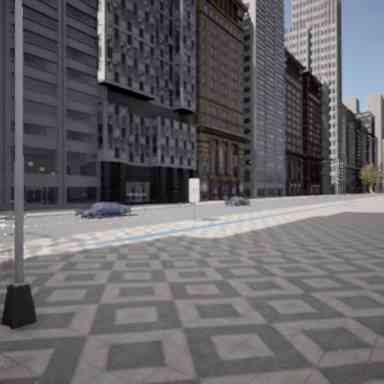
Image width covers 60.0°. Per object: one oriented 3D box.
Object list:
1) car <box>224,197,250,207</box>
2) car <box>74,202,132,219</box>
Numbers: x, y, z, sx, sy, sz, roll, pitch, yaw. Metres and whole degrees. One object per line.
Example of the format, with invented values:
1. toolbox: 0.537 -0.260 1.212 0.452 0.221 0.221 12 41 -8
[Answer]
1. car: 6.853 1.411 50.098 2.033 1.411 5.357 0 0 36
2. car: -7.834 1.579 29.905 2.033 1.411 5.357 0 0 36
